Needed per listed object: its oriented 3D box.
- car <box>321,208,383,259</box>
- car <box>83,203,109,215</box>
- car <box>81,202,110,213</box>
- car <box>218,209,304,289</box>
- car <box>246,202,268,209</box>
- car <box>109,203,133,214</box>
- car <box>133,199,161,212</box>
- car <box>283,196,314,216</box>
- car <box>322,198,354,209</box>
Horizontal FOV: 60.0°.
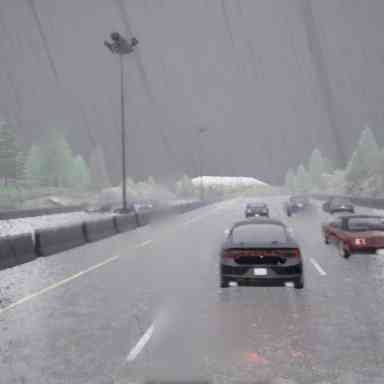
[{"bbox_3d":[5.923,1.456,11.838,1.895,1.301,4.718,-2,0,11],"label":"car"},{"bbox_3d":[-12.704,2.256,45.745,2.128,1.511,4.902,-2,0,11],"label":"car"},{"bbox_3d":[-14.999,2.429,52.191,2.033,1.411,5.357,-2,0,11],"label":"car"},{"bbox_3d":[1.865,1.484,9.267,1.882,1.535,5.008,-2,0,11],"label":"car"},{"bbox_3d":[5.533,1.538,28.411,1.895,1.301,4.718,-2,0,11],"label":"car"},{"bbox_3d":[-9.194,2.179,45.437,1.994,1.385,4.181,-2,0,11],"label":"car"},{"bbox_3d":[-5.753,1.818,44.899,2.097,1.767,4.553,-2,0,11],"label":"car"},{"bbox_3d":[9.209,1.134,29.074,2.097,1.767,4.553,-2,0,11],"label":"car"},{"bbox_3d":[12.862,1.192,29.512,1.994,1.385,4.181,-2,0,11],"label":"car"}]
